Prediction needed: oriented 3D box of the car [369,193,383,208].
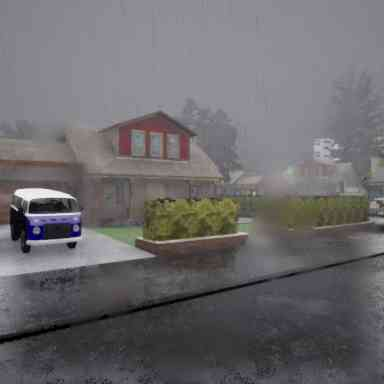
[{"bbox_3d":[23.743,0.986,40.873,3.866,1.878,1.905,0,0,-1],"label":"car"}]
